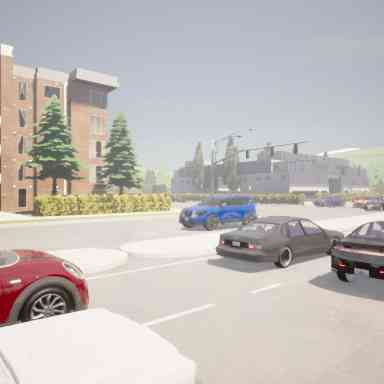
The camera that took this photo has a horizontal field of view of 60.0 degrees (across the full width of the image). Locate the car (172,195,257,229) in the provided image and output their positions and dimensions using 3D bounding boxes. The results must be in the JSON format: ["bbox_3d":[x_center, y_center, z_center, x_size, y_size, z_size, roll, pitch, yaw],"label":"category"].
[{"bbox_3d":[1.773,1.222,20.859,5.566,2.045,2.150,0,0,-41],"label":"car"}]

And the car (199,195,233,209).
[{"bbox_3d":[3.245,1.353,45.550,2.097,1.767,4.553,0,0,-42],"label":"car"}]

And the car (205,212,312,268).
[{"bbox_3d":[3.197,1.548,11.309,5.357,1.411,2.033,0,0,-40],"label":"car"}]

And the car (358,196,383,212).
[{"bbox_3d":[21.962,1.494,39.286,4.902,1.511,2.128,0,0,-42],"label":"car"}]

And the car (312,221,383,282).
[{"bbox_3d":[5.446,1.492,8.625,4.902,1.511,2.128,0,0,-40],"label":"car"}]

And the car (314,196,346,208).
[{"bbox_3d":[20.286,1.354,49.023,4.553,1.767,2.097,0,0,-21],"label":"car"}]

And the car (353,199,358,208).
[{"bbox_3d":[24.191,1.354,46.008,4.553,1.767,2.097,0,0,-41],"label":"car"}]

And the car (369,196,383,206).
[{"bbox_3d":[32.943,1.507,58.090,4.892,1.490,1.837,0,0,-40],"label":"car"}]

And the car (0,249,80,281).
[{"bbox_3d":[-3.974,1.352,5.077,4.553,1.767,2.097,0,0,-40],"label":"car"}]

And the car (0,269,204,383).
[{"bbox_3d":[-2.157,1.601,2.027,4.718,1.301,1.895,0,0,-40],"label":"car"}]
